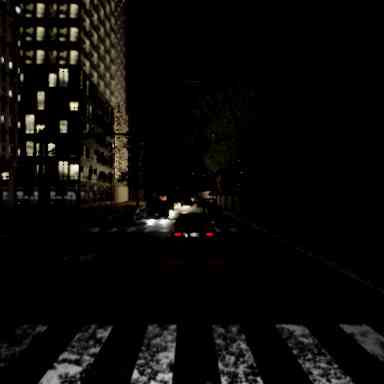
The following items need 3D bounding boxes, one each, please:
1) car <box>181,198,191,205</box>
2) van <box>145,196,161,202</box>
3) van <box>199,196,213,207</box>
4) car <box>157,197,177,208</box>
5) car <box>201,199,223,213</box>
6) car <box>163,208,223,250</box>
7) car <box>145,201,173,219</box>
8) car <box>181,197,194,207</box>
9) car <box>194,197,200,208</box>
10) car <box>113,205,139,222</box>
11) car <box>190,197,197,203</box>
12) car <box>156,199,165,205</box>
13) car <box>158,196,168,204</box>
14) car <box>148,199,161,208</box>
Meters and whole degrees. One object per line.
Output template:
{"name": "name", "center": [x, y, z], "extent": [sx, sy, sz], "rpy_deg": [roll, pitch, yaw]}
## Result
{"name": "car", "center": [-1.295, 1.962, 69.311], "extent": [1.895, 1.301, 4.718], "rpy_deg": [0, 0, -2]}
{"name": "van", "center": [-6.165, 1.728, 50.670], "extent": [1.690, 1.788, 3.998], "rpy_deg": [0, 0, -2]}
{"name": "van", "center": [2.124, 1.648, 39.896], "extent": [1.690, 1.788, 3.998], "rpy_deg": [0, 0, -1]}
{"name": "car", "center": [-3.462, 1.857, 47.796], "extent": [2.128, 1.511, 4.902], "rpy_deg": [0, 0, -1]}
{"name": "car", "center": [2.232, 1.792, 34.522], "extent": [1.752, 1.417, 4.829], "rpy_deg": [0, 0, -1]}
{"name": "car", "center": [0.038, 1.660, 14.852], "extent": [2.033, 1.411, 5.357], "rpy_deg": [0, -1, -1]}
{"name": "car", "center": [-3.131, 1.807, 31.329], "extent": [1.994, 1.385, 4.181], "rpy_deg": [0, 0, -1]}
{"name": "car", "center": [-0.951, 1.800, 59.243], "extent": [2.097, 1.767, 4.553], "rpy_deg": [0, 0, -2]}
{"name": "car", "center": [1.692, 1.955, 56.692], "extent": [1.752, 1.417, 4.829], "rpy_deg": [0, 0, -2]}
{"name": "car", "center": [-5.547, 1.773, 28.492], "extent": [2.008, 1.369, 4.403], "rpy_deg": [0, 0, -1]}
{"name": "car", "center": [0.403, 2.187, 89.954], "extent": [1.752, 1.417, 4.829], "rpy_deg": [0, 0, -3]}
{"name": "car", "center": [-6.894, 2.127, 72.848], "extent": [1.802, 1.307, 4.206], "rpy_deg": [0, 0, -2]}
{"name": "car", "center": [-7.354, 1.937, 83.935], "extent": [2.192, 1.841, 5.009], "rpy_deg": [0, 0, -2]}
{"name": "car", "center": [-6.322, 1.972, 56.212], "extent": [1.887, 1.381, 4.507], "rpy_deg": [0, 0, -2]}
